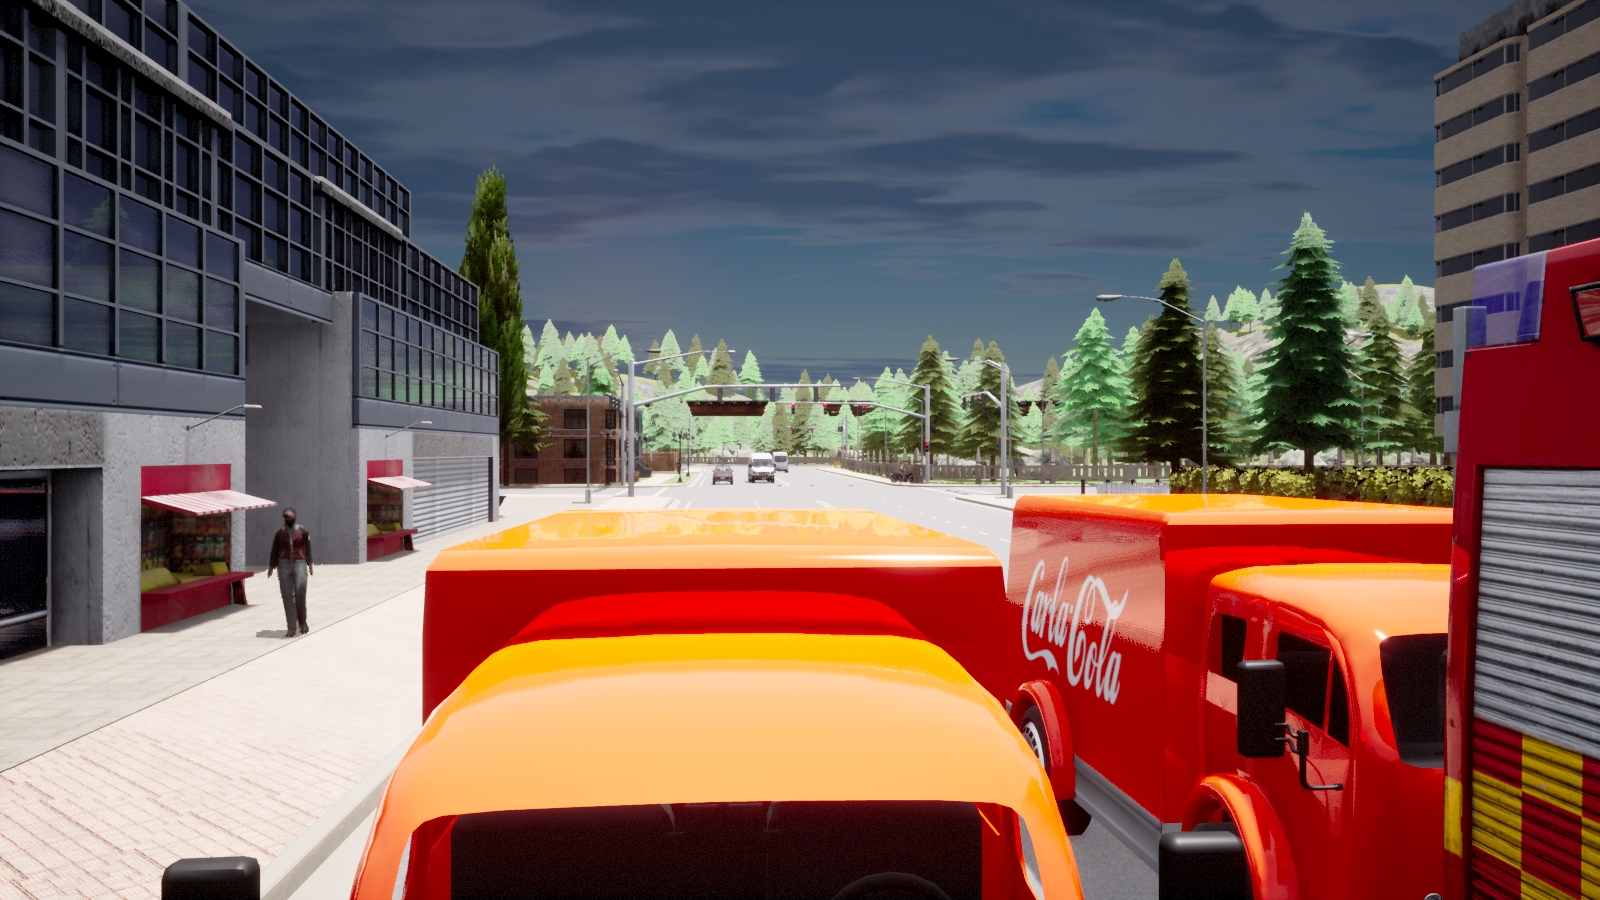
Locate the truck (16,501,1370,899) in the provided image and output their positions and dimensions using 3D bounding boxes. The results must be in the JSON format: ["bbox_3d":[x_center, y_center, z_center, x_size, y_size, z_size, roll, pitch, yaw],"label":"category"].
[{"bbox_3d":[-0.347,1.568,4.821,2.627,2.467,5.204,0,0,-4],"label":"truck"}]

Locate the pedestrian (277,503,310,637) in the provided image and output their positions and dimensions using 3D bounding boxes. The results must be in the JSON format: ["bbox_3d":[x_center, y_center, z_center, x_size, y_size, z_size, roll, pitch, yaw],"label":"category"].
[{"bbox_3d":[-7.218,1.698,16.288,0.375,1.860,0.375,0,0,-14],"label":"pedestrian"}]

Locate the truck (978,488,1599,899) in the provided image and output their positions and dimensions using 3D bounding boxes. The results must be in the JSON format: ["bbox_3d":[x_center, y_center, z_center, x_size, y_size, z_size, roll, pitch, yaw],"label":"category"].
[{"bbox_3d":[3.003,1.568,7.234,2.627,2.467,5.204,0,0,-4],"label":"truck"}]

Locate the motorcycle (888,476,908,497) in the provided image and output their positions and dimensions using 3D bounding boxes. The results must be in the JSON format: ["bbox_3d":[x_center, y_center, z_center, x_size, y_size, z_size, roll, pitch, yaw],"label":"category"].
[{"bbox_3d":[5.944,2.205,69.519,0.867,1.251,2.209,0,0,-4],"label":"motorcycle"}]
